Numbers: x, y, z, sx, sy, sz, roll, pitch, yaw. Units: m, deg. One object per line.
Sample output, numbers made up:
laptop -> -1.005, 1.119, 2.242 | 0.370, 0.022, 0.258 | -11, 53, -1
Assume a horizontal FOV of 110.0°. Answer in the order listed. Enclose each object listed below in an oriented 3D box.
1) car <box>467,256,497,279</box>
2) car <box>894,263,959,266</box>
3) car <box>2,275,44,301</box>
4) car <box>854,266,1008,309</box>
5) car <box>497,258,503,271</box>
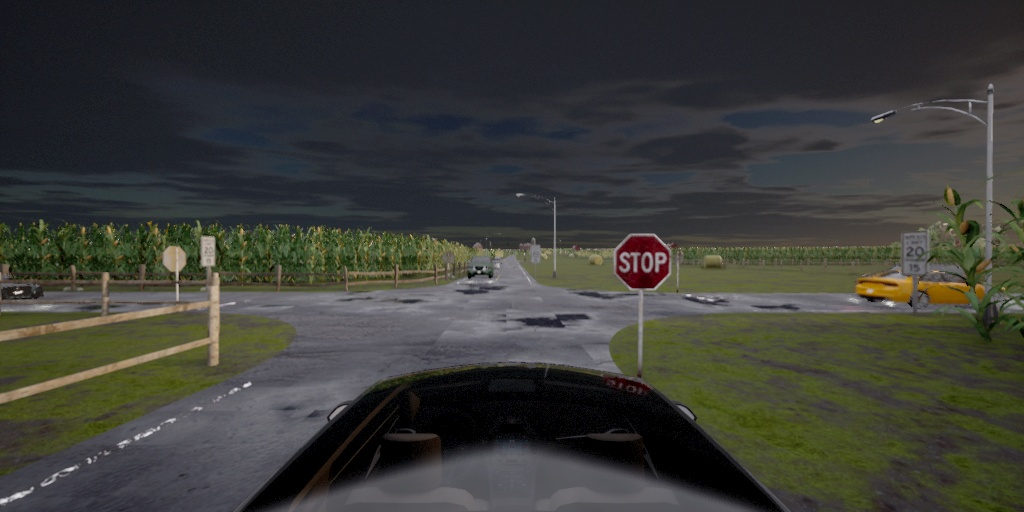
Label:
car -> -2.779, 0.999, 32.933 | 2.150, 2.045, 5.566 | 0, 0, 0
car -> 20.036, 1.176, 17.929 | 4.553, 1.767, 2.097 | 0, 0, -1
car -> -21.804, 1.276, 14.371 | 4.181, 1.385, 1.994 | 0, 0, -1
car -> 17.386, 1.316, 14.963 | 5.008, 1.535, 1.882 | 0, 0, -1
car -> -2.746, 1.378, 51.061 | 1.895, 1.301, 4.718 | 0, 0, 0
